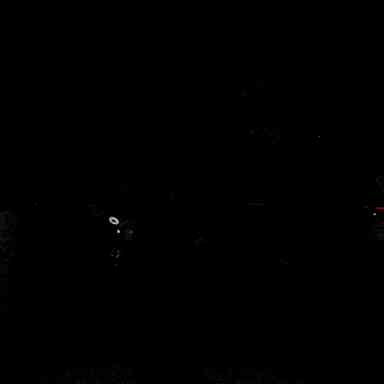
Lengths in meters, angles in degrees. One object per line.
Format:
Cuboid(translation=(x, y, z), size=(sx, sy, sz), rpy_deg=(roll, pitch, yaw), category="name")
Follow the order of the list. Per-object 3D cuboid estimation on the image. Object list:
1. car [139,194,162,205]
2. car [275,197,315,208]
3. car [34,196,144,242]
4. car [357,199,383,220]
Cuboid(translation=(-6.625, 1.054, 46.021), size=(4.902, 1.511, 2.128), rpy_deg=(0, 0, -15), category="car")
Cuboid(translation=(12.153, 1.222, 39.634), size=(1.895, 1.301, 4.718), rpy_deg=(0, 1, -31), category="car")
Cuboid(translation=(-4.872, 1.204, 15.407), size=(4.553, 1.767, 2.097), rpy_deg=(0, 1, 17), category="car")
Cuboid(translation=(13.324, 1.257, 24.401), size=(2.128, 1.511, 4.902), rpy_deg=(1, 1, 27), category="car")
